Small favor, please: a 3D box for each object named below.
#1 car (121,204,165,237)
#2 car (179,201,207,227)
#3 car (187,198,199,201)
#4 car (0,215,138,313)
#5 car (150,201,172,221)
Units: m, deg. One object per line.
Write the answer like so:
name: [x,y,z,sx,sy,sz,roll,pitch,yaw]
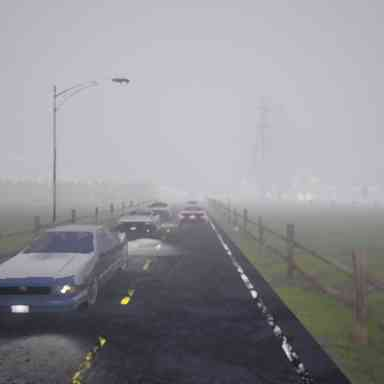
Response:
car: [-2.798,1.562,17.996,1.994,1.385,4.181,0,0,1]
car: [0.068,1.547,22.489,2.033,1.411,5.357,0,0,0]
car: [0.089,1.510,39.206,1.837,1.490,4.892,0,0,0]
car: [-2.838,1.546,8.152,2.033,1.411,5.357,0,0,0]
car: [-2.736,1.477,27.676,1.882,1.535,5.008,0,0,0]
